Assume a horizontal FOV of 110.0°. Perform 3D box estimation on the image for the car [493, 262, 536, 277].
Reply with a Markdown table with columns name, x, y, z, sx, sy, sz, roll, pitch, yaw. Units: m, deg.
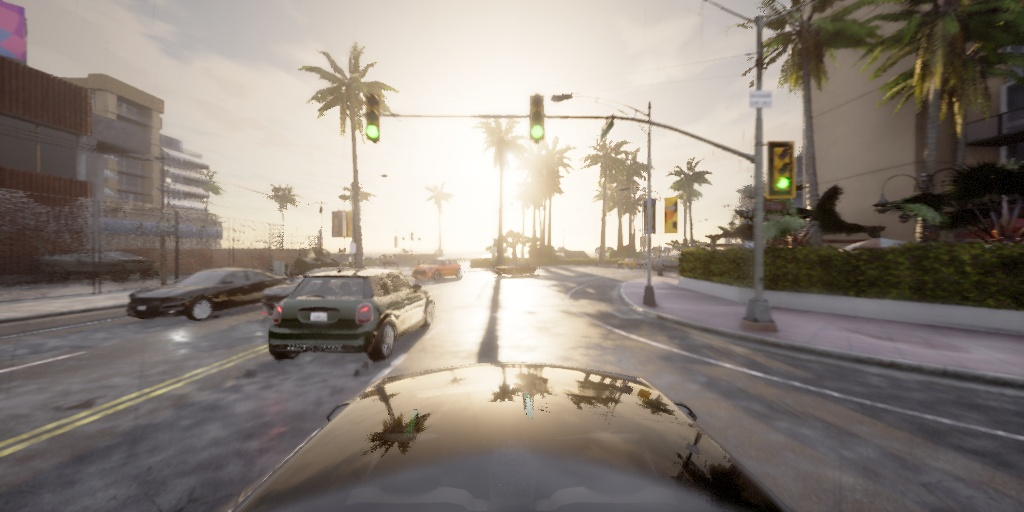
| name | x | y | z | sx | sy | sz | roll | pitch | yaw |
| --- | --- | --- | --- | --- | --- | --- | --- | --- | --- |
| car | 0.327 | 1.192 | 33.332 | 1.895 | 1.301 | 4.718 | 0 | 0 | 34 |

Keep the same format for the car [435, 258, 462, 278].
| name | x | y | z | sx | sy | sz | roll | pitch | yaw |
| --- | --- | --- | --- | --- | --- | --- | --- | --- | --- |
| car | -5.980 | 0.966 | 28.863 | 2.097 | 1.767 | 4.553 | 0 | 0 | 26 |

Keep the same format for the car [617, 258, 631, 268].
| name | x | y | z | sx | sy | sz | roll | pitch | yaw |
| --- | --- | --- | --- | --- | --- | --- | --- | --- | --- |
| car | 17.747 | 0.973 | 52.854 | 5.008 | 1.535 | 1.882 | 0 | 0 | -28 |

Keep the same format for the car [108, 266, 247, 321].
| name | x | y | z | sx | sy | sz | roll | pitch | yaw |
| --- | --- | --- | --- | --- | --- | --- | --- | --- | --- |
| car | -10.148 | 1.174 | 12.505 | 1.882 | 1.535 | 5.008 | 0 | 0 | 5 |

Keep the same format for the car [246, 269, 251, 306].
| name | x | y | z | sx | sy | sz | roll | pitch | yaw |
| --- | --- | --- | --- | --- | --- | --- | --- | --- | --- |
| car | -6.663 | 1.171 | 13.079 | 1.882 | 1.535 | 5.008 | 0 | 0 | 5 |

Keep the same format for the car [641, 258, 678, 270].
| name | x | y | z | sx | sy | sz | roll | pitch | yaw |
| --- | --- | --- | --- | --- | --- | --- | --- | --- | --- |
| car | 19.255 | 1.018 | 45.526 | 4.902 | 1.511 | 2.128 | 0 | 0 | -28 |

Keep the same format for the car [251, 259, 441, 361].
| name | x | y | z | sx | sy | sz | roll | pitch | yaw |
| --- | --- | --- | --- | --- | --- | --- | --- | --- | --- |
| car | -3.307 | 1.069 | 8.401 | 2.097 | 1.767 | 4.553 | 0 | 0 | 2 |

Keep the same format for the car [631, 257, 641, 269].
| name | x | y | z | sx | sy | sz | roll | pitch | yaw |
| --- | --- | --- | --- | --- | --- | --- | --- | --- | --- |
| car | 19.602 | 0.965 | 49.878 | 5.357 | 1.411 | 2.033 | 0 | 0 | -27 |
